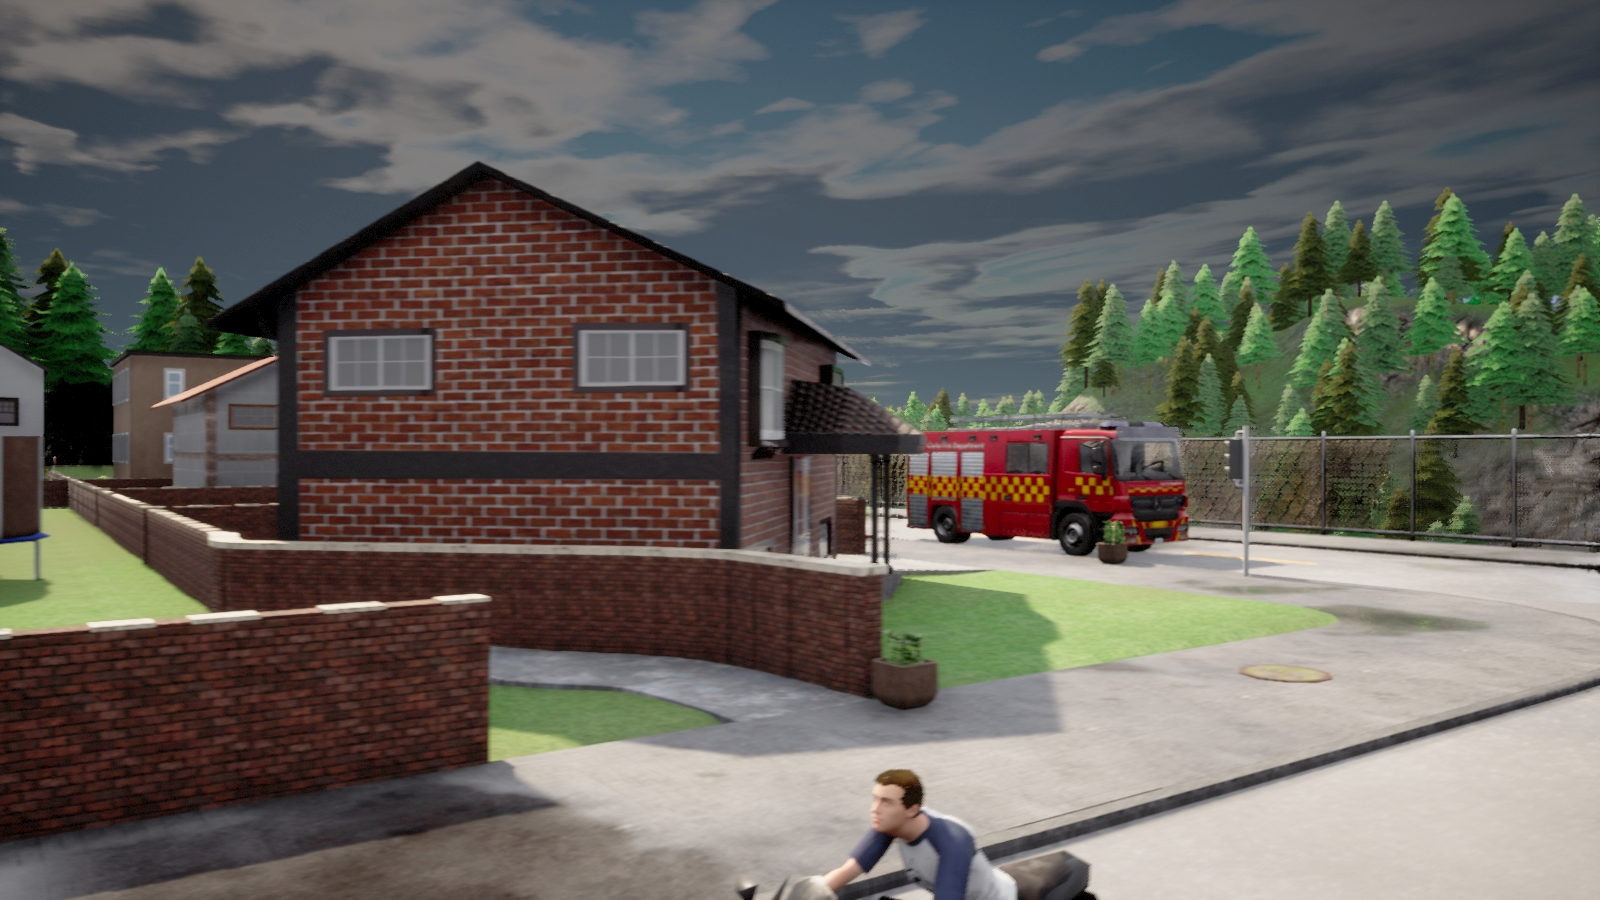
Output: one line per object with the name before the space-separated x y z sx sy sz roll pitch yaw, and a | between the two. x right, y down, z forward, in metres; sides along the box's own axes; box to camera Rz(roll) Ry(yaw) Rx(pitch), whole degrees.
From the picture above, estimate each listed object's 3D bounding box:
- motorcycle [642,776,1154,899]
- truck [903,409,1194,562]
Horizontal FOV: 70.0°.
motorcycle | 0.456 2.186 4.656 2.033 1.199 0.803 0 0 -35
truck | 6.824 0.891 32.925 2.891 3.827 8.468 0 0 -35
